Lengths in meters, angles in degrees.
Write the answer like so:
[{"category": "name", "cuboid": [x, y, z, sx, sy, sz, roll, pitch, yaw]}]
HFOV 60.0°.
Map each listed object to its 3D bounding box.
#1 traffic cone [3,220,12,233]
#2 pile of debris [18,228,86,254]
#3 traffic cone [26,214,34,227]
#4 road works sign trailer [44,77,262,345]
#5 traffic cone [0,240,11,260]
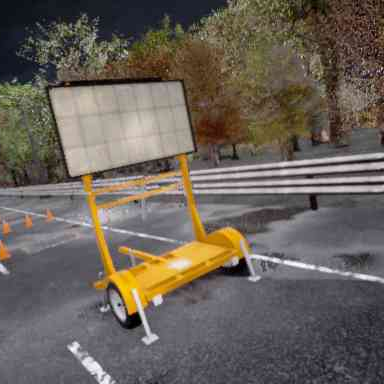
[{"category": "traffic cone", "cuboid": [-8.917, 1.620, 15.922, 0.340, 0.580, 0.340, -17, 10, -36]}, {"category": "pile of debris", "cuboid": [-4.850, 1.653, 11.478, 1.860, 0.140, 1.500, -17, 10, -36]}, {"category": "traffic cone", "cuboid": [-8.147, 1.384, 16.515, 0.340, 0.580, 0.340, -17, 10, -36]}, {"category": "road works sign trailer", "cuboid": [-0.913, -0.070, 5.690, 2.380, 3.560, 2.880, -17, 10, -36]}, {"category": "traffic cone", "cuboid": [-6.037, 1.800, 10.567, 0.340, 0.580, 0.340, -17, 10, -36]}]
